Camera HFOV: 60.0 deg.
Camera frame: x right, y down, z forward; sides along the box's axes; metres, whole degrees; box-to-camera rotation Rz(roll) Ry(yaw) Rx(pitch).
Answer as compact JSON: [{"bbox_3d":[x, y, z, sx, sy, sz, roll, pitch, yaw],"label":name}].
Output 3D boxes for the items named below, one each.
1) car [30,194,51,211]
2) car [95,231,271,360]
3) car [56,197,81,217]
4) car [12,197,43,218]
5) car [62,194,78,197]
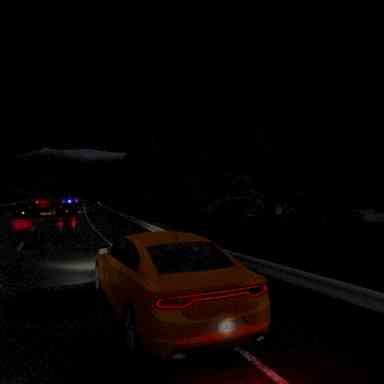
[{"bbox_3d":[-18.336,1.221,40.098,2.150,2.045,5.566,0,0,-19],"label":"car"},{"bbox_3d":[-0.602,1.478,6.287,1.882,1.535,5.008,0,0,-24],"label":"car"},{"bbox_3d":[-11.781,1.492,31.566,2.128,1.511,4.902,0,0,-19],"label":"car"},{"bbox_3d":[-14.962,1.505,30.189,1.837,1.490,4.892,0,0,-19],"label":"car"},{"bbox_3d":[-15.165,1.221,41.478,2.150,2.045,5.566,0,0,-18],"label":"car"}]
